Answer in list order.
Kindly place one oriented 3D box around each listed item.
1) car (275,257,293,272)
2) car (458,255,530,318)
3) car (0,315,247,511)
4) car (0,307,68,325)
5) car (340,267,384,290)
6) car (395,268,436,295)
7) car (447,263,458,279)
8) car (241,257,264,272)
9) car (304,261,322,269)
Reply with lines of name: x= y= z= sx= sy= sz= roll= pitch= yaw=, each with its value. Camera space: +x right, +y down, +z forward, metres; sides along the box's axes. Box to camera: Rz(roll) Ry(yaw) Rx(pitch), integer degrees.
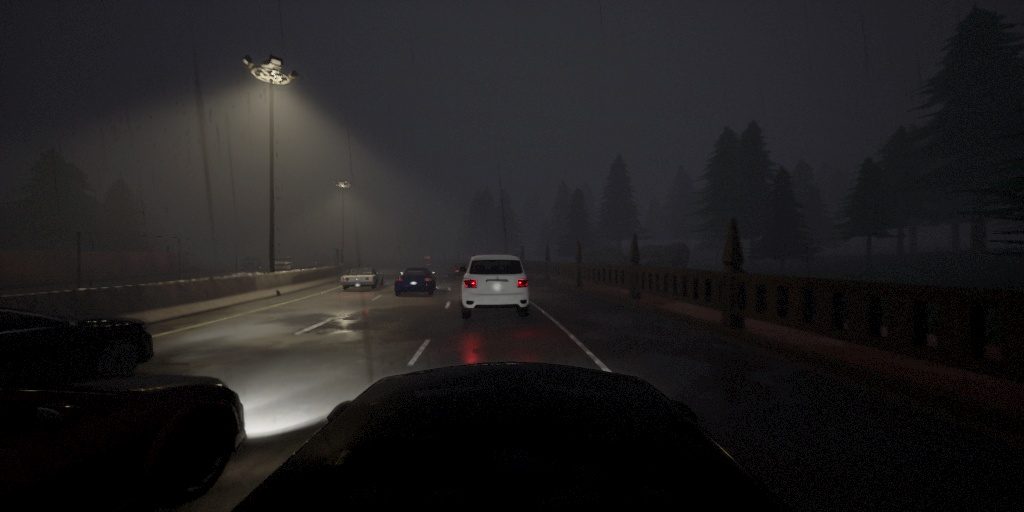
car: x=-29.657 y=1.081 z=46.349 sx=2.150 sy=2.045 sz=5.566 roll=0 pitch=0 yaw=-29
car: x=-0.724 y=0.973 z=13.252 sx=2.150 sy=2.045 sz=5.566 roll=0 pitch=0 yaw=-6
car: x=-3.561 y=1.328 z=1.732 sx=1.994 sy=1.385 sz=4.181 roll=0 pitch=0 yaw=0
car: x=-7.095 y=1.269 z=4.184 sx=2.128 sy=1.511 sz=4.902 roll=0 pitch=0 yaw=-2
car: x=-9.422 y=1.385 z=22.977 sx=1.895 sy=1.301 sz=4.718 roll=0 pitch=0 yaw=-12
car: x=-5.306 y=1.333 z=20.006 sx=1.994 sy=1.385 sz=4.181 roll=0 pitch=0 yaw=-10
car: x=-4.785 y=1.313 z=32.875 sx=2.033 sy=1.411 sz=5.357 roll=0 pitch=0 yaw=-17
car: x=-35.145 y=1.102 z=48.671 sx=2.150 sy=2.045 sz=5.566 roll=0 pitch=0 yaw=-32
car: x=-25.699 y=1.392 z=46.395 sx=2.033 sy=1.411 sz=5.357 roll=0 pitch=0 yaw=-28
